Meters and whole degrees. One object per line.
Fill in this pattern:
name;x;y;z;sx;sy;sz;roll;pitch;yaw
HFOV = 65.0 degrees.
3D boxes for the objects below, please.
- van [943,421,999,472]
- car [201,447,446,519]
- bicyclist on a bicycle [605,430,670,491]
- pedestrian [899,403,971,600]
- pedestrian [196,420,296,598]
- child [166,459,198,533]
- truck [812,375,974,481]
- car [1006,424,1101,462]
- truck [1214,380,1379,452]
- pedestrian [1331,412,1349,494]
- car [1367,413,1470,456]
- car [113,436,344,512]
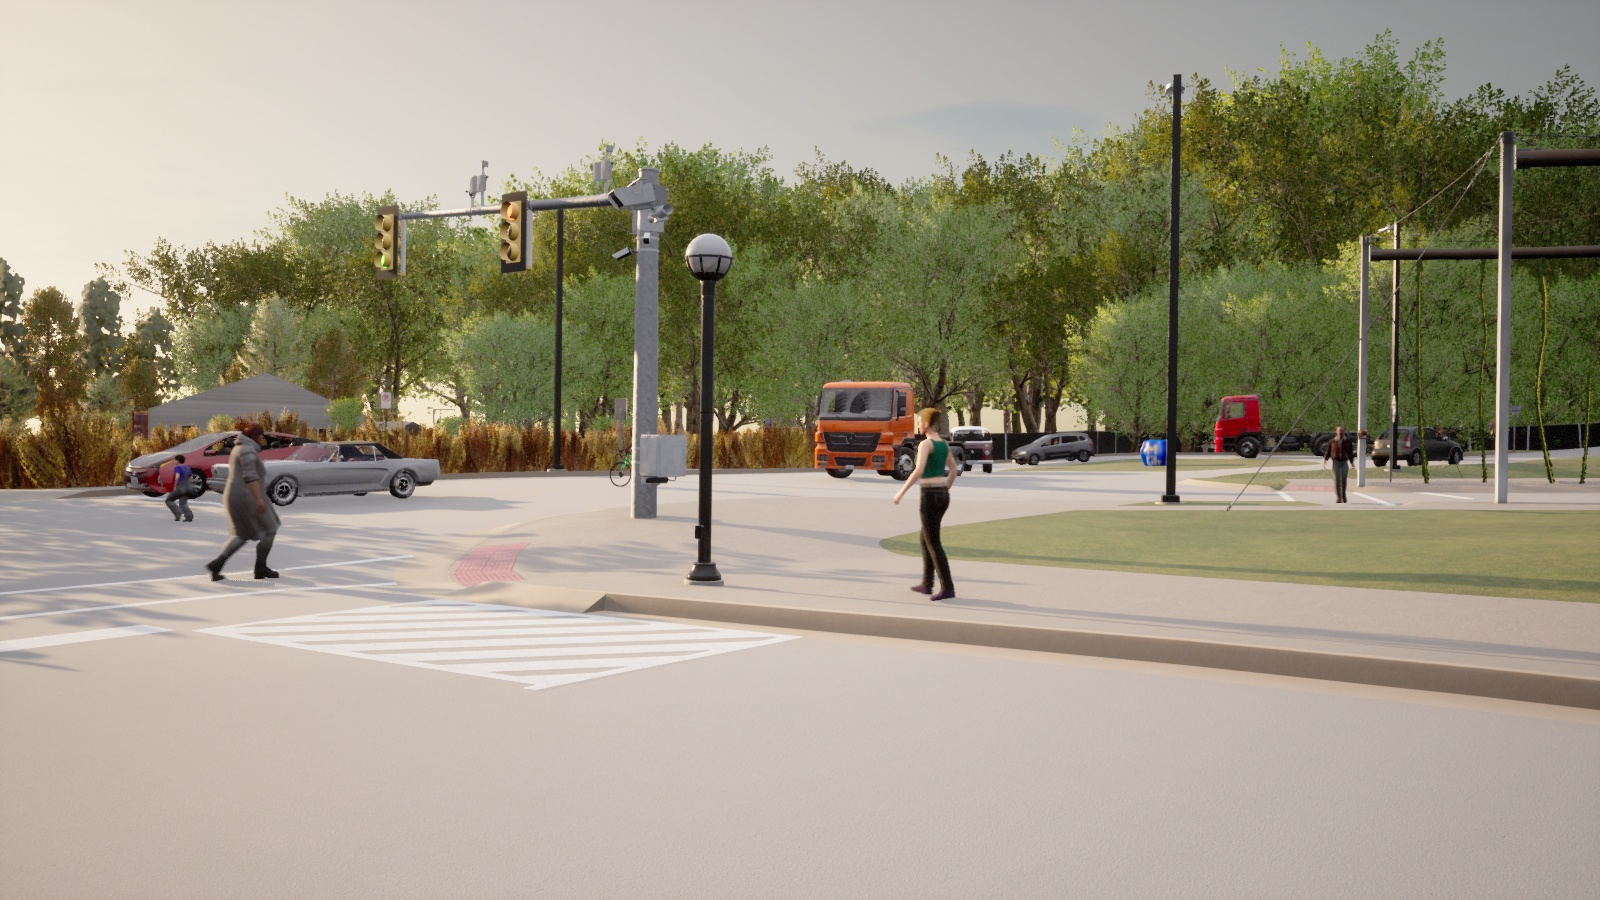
van;7.364;-0.157;54.363;2.069;2.038;4.480;-2;0;4
car;-10.371;0.656;27.668;1.895;1.301;4.718;0;2;37
bicyclist on a bicycle;-4.404;0.283;34.001;1.656;1.620;0.582;0;1;-33
pedestrian;1.294;0.478;12.048;0.594;1.836;0.345;0;0;39
pedestrian;-6.296;0.645;14.284;0.873;1.952;0.659;0;0;-41
child;-10.761;0.794;21.878;0.437;1.263;0.270;0;0;20
truck;3.540;-0.790;45.304;2.891;3.462;7.936;0;1;28
car;14.192;-0.387;70.540;4.611;1.667;2.242;-6;2;-10
truck;26.314;-1.795;66.944;7.936;3.462;2.891;-2;1;18
pedestrian;12.324;0.069;28.641;0.376;1.854;0.720;0;0;24
car;24.917;-0.631;50.592;3.988;1.617;1.851;-2;1;-32
car;-13.418;0.513;29.720;2.007;1.525;4.514;0;2;37
